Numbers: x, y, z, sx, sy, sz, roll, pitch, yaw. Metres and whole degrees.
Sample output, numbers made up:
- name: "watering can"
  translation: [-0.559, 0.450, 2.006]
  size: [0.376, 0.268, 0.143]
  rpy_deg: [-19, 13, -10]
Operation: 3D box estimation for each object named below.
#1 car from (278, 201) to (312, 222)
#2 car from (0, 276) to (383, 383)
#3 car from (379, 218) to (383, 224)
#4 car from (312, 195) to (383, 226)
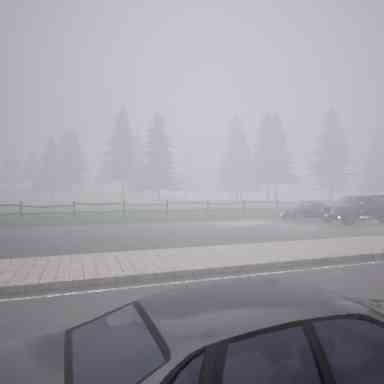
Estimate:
- name: "car"
  translation: [9.063, 1.486, 26.114]
  size: [4.902, 1.511, 2.128]
  rpy_deg: [0, 0, -21]
- name: "car"
  translation: [0.739, 1.547, 2.914]
  size: [5.357, 1.411, 2.033]
  rpy_deg: [0, 0, -21]
- name: "car"
  translation: [7.850, 1.523, 9.376]
  size: [4.674, 1.442, 1.812]
  rpy_deg: [0, 0, -21]
- name: "car"
  translation: [11.592, 1.216, 23.332]
  size: [5.566, 2.045, 2.150]
  rpy_deg: [0, 0, -21]
